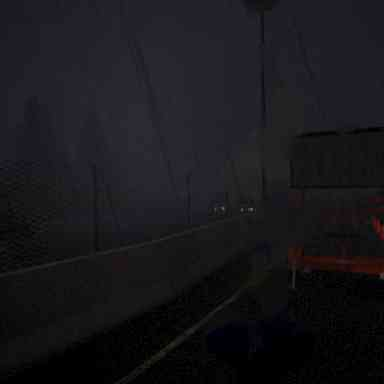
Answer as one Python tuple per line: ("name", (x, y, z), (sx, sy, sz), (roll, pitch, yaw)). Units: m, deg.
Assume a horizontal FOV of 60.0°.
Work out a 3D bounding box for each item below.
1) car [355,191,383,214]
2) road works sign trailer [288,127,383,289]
("car", (14.661, 0.933, 27.043), (1.812, 1.442, 4.674), (-1, 1, 16))
("road works sign trailer", (3.689, 0.300, 8.137), (2.380, 3.560, 2.880), (-1, 1, 25))
